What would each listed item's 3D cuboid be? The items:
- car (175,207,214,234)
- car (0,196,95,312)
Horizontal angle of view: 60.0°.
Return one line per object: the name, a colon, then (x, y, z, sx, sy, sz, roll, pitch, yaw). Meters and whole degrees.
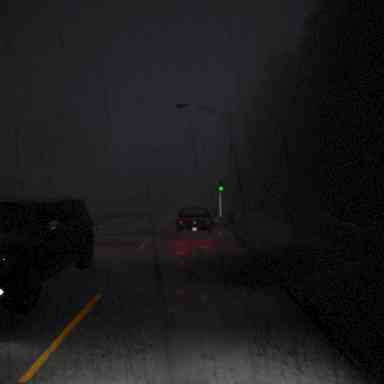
car: (0.124, 1.474, 18.133, 1.895, 1.301, 4.718, 0, 0, 0)
car: (-4.036, 1.163, 7.958, 2.150, 2.045, 5.566, 0, 1, 1)
